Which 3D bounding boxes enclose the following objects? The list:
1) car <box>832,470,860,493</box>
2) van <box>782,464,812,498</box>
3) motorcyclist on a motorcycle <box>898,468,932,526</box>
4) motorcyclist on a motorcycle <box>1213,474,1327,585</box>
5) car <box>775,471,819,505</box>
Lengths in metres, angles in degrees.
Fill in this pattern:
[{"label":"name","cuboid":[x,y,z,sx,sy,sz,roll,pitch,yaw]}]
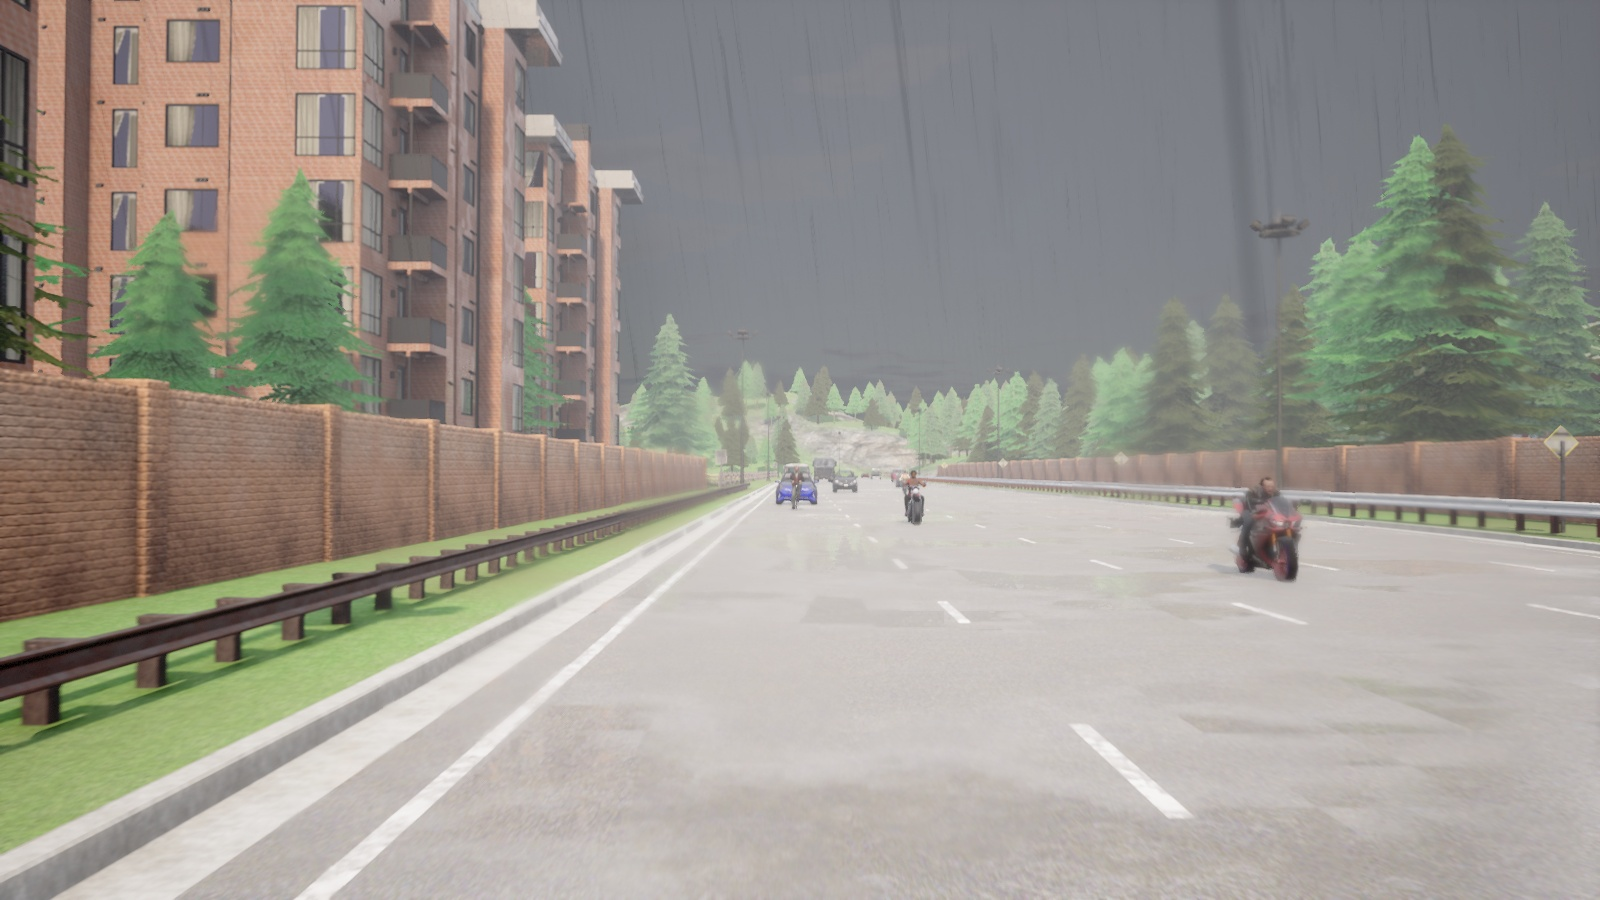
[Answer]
[{"label":"car","cuboid":[3.282,2.235,90.821,1.851,1.617,3.988,0,-1,0]},{"label":"van","cuboid":[-0.183,1.849,75.711,1.775,1.987,4.442,0,-1,0]},{"label":"motorcyclist on a motorcycle","cuboid":[3.410,1.385,37.443,0.766,1.649,2.350,0,0,0]},{"label":"motorcyclist on a motorcycle","cuboid":[6.955,1.138,18.729,0.866,1.530,2.191,0,-1,0]},{"label":"car","cuboid":[-0.143,1.766,59.413,2.007,1.525,4.514,0,-1,0]}]
